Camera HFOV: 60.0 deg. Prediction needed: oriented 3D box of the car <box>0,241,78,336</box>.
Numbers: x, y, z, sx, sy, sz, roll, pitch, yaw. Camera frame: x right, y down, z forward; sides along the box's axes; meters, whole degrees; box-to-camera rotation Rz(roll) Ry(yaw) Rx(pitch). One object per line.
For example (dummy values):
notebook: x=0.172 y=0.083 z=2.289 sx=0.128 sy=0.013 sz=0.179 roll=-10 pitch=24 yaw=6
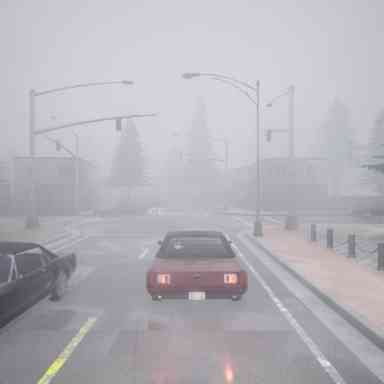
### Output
car: x=-3.601 y=1.601 z=5.554 sx=1.895 sy=1.301 sz=4.718 roll=0 pitch=0 yaw=0

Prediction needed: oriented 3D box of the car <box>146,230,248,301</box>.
car: x=0.071 y=1.601 z=8.268 sx=1.895 sy=1.301 sz=4.718 roll=0 pitch=0 yaw=-1

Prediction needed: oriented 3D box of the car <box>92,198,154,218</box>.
car: x=-6.354 y=1.526 z=30.244 sx=2.033 sy=1.411 sz=5.357 roll=0 pitch=0 yaw=38

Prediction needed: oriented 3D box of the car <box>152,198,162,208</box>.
car: x=-5.341 y=1.530 z=47.299 sx=1.994 sy=1.385 sz=4.181 roll=0 pitch=0 yaw=-10

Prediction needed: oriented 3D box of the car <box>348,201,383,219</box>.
car: x=15.762 y=1.476 z=27.933 sx=4.902 sy=1.511 sz=2.128 roll=0 pitch=0 yaw=2

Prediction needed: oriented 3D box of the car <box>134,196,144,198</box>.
car: x=-9.892 y=1.471 z=62.706 sx=1.837 sy=1.490 sz=4.892 roll=0 pitch=0 yaw=-23
